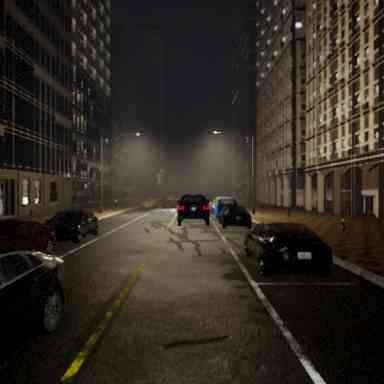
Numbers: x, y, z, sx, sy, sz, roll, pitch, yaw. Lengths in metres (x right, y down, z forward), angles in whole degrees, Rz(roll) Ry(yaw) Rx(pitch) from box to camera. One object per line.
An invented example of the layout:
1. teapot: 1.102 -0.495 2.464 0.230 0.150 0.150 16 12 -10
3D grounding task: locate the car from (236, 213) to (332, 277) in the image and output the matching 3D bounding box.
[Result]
1. car: 2.694 1.552 10.038 1.947 1.339 4.313 0 0 0

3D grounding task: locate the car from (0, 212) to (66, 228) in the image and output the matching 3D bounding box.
1. car: -5.687 1.531 10.047 1.887 1.381 4.507 0 0 0

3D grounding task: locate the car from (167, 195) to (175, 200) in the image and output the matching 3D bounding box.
1. car: -5.680 1.382 89.740 1.802 1.307 4.206 0 0 0

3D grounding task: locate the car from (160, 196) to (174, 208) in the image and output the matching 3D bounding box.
1. car: -3.085 1.520 45.164 1.895 1.301 4.718 0 0 0

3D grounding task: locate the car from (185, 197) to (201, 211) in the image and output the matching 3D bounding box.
1. car: 0.102 1.433 41.119 1.837 1.490 4.892 0 0 0

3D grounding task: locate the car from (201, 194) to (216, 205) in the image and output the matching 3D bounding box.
1. car: 2.699 1.210 55.575 2.192 1.841 5.009 0 0 0

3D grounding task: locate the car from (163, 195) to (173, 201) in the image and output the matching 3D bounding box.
1. car: -5.682 1.400 78.358 1.947 1.339 4.313 0 0 0

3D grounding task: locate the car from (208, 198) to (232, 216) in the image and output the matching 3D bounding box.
1. car: 2.696 1.387 32.807 1.967 1.590 4.097 0 0 0

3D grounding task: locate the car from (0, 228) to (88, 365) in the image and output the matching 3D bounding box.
1. car: -3.100 1.486 3.888 2.128 1.511 4.902 0 0 0

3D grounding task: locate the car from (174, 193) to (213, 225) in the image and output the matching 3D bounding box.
1. car: 0.103 1.182 23.670 2.150 2.045 5.566 0 0 0

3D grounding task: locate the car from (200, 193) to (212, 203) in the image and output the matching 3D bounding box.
1. car: 2.700 1.181 66.960 2.192 1.841 5.009 0 0 0

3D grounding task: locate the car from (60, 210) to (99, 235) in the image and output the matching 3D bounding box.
1. car: -5.687 1.543 15.739 1.947 1.339 4.313 0 0 0

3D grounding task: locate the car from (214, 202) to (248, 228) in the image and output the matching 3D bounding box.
1. car: 2.695 1.534 21.422 1.947 1.339 4.313 0 0 0

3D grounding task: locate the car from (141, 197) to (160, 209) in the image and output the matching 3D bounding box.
1. car: -5.684 1.448 44.032 1.752 1.417 4.829 0 0 0

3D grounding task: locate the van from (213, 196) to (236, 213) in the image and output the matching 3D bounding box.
1. van: 2.696 1.299 27.116 1.690 1.788 3.998 0 0 0
